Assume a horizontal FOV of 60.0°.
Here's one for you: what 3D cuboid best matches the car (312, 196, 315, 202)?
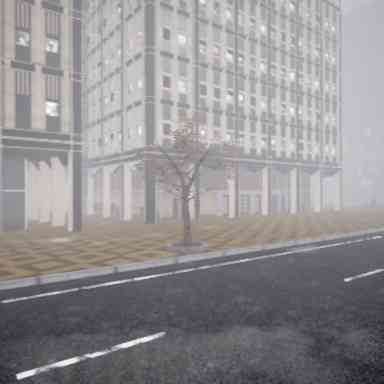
[{"bbox_3d":[27.006,1.652,75.497,1.812,1.442,4.674,0,0,-9],"label":"car"}]
